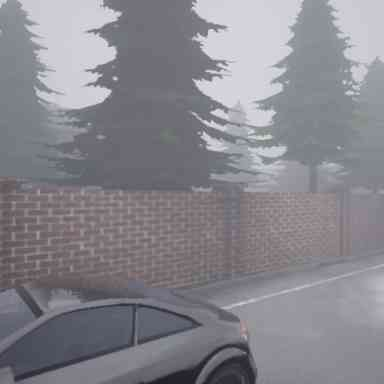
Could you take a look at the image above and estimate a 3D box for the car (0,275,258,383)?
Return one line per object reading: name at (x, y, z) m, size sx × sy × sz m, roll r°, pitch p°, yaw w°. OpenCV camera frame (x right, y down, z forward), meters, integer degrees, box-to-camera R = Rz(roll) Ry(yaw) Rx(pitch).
car at (-1.367, 1.570, 2.984) m, size 4.181 × 1.385 × 1.994 m, roll 1°, pitch 0°, yaw -37°
